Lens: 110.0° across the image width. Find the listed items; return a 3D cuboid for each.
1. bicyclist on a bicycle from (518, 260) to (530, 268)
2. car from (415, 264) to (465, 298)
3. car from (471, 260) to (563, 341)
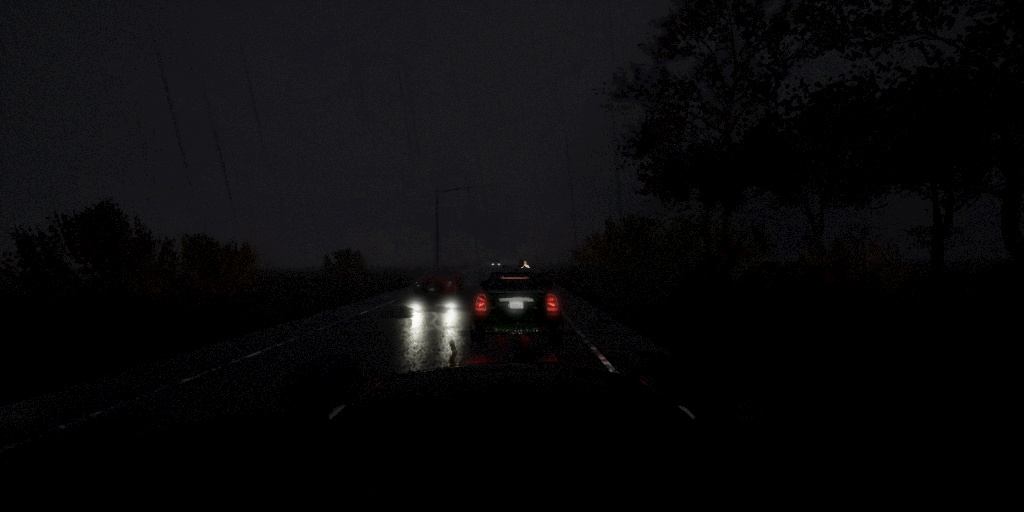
[{"bbox_3d":[0.960,1.177,25.791,0.866,1.612,1.509,0,0,1],"label":"bicyclist on a bicycle"},{"bbox_3d":[-3.592,1.221,18.561,1.882,1.535,5.008,0,0,0],"label":"car"},{"bbox_3d":[0.108,1.099,9.968,2.097,1.767,4.553,0,0,0],"label":"car"}]
